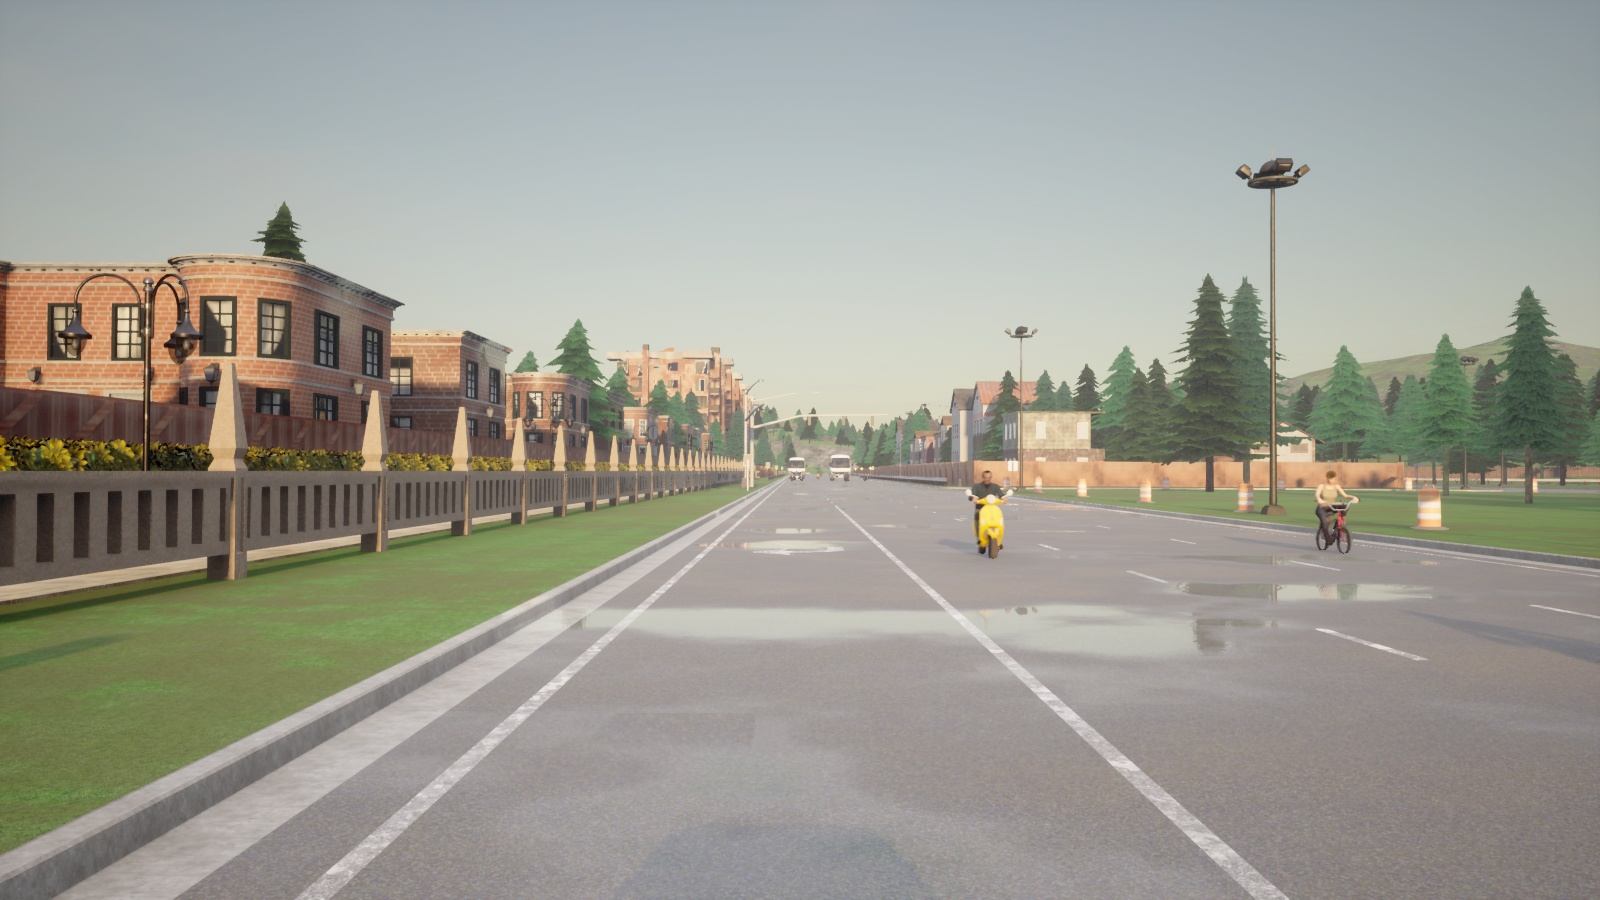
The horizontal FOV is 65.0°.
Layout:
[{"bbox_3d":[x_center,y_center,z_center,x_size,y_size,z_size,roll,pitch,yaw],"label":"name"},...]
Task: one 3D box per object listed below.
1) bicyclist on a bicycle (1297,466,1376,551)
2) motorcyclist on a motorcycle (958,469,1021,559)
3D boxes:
[{"bbox_3d":[10.438,1.120,24.485,0.866,1.612,1.509,0,-1,0],"label":"bicyclist on a bicycle"},{"bbox_3d":[3.447,1.139,22.960,0.866,1.590,1.817,0,-1,0],"label":"motorcyclist on a motorcycle"}]
